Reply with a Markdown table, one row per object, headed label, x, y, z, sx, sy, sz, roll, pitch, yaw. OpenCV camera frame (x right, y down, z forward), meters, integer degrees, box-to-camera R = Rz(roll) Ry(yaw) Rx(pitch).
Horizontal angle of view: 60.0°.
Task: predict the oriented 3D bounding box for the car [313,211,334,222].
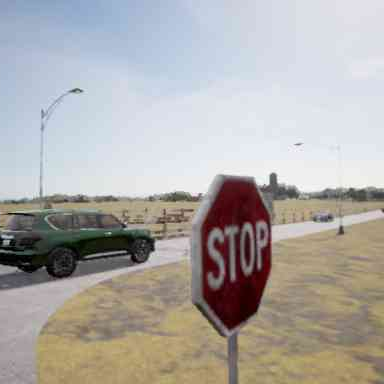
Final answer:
| label | x | y | z | sx | sy | sz | roll | pitch | yaw |
| --- | --- | --- | --- | --- | --- | --- | --- | --- | --- |
| car | 18.584 | 3.412 | 47.000 | 2.128 | 1.511 | 4.902 | -2 | -3 | 36 |

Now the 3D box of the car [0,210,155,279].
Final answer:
| label | x | y | z | sx | sy | sz | roll | pitch | yaw |
| --- | --- | --- | --- | --- | --- | --- | --- | --- | --- |
| car | -3.761 | 1.642 | 11.765 | 2.150 | 2.045 | 5.566 | -2 | -3 | 36 |
